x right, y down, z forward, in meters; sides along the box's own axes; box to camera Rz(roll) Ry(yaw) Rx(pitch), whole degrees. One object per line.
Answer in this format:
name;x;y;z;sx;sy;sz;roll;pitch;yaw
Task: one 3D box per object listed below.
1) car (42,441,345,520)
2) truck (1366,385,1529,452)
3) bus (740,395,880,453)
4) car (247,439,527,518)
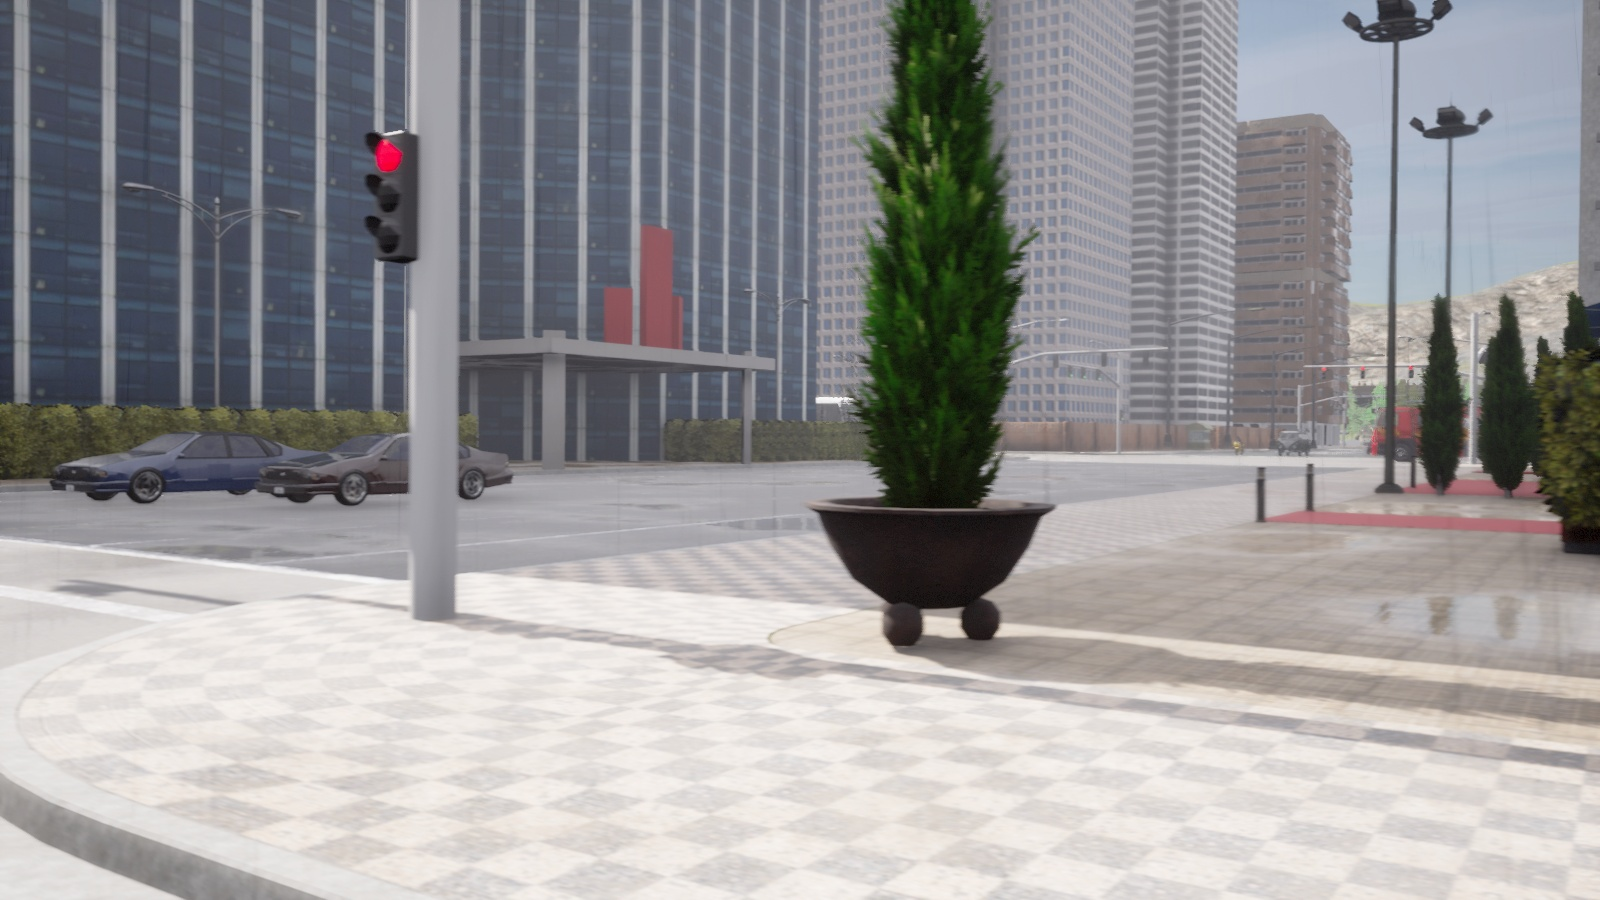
car;-12.376;0.540;26.058;2.033;1.411;5.357;0;1;33
truck;38.949;-1.817;75.682;8.468;3.827;2.891;0;1;33
bus;0.685;-1.960;96.711;10.273;4.253;3.944;0;1;33
car;-8.321;0.506;25.871;2.033;1.411;5.357;0;1;33
